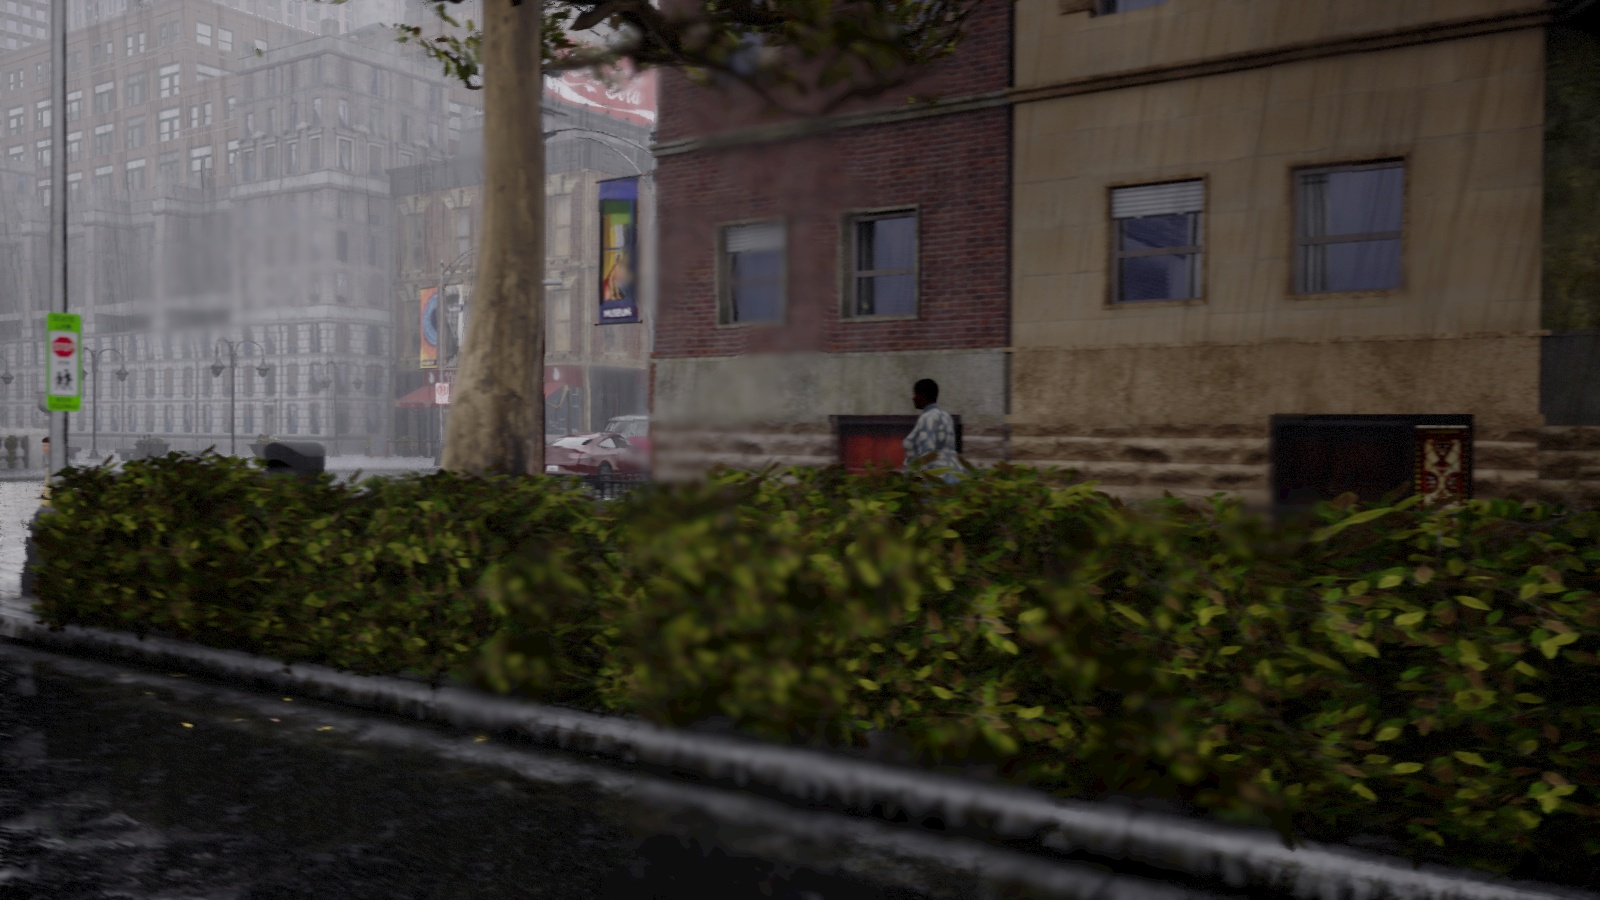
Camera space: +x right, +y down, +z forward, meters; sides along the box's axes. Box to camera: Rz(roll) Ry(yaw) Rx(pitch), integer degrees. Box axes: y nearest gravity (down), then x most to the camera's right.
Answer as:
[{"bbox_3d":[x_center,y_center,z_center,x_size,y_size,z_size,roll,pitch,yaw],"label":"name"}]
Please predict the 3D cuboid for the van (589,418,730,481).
[{"bbox_3d":[-4.605,-0.043,41.718,4.442,1.987,1.775,-1,1,-43],"label":"van"}]

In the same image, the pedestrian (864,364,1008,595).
[{"bbox_3d":[1.166,0.232,10.678,0.900,1.855,0.874,0,1,34],"label":"pedestrian"}]

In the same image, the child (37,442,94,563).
[{"bbox_3d":[-7.879,0.551,13.477,0.270,1.263,0.437,0,1,37],"label":"child"}]

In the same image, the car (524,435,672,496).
[{"bbox_3d":[-5.194,0.355,32.922,1.812,1.442,4.674,0,1,19],"label":"car"}]
